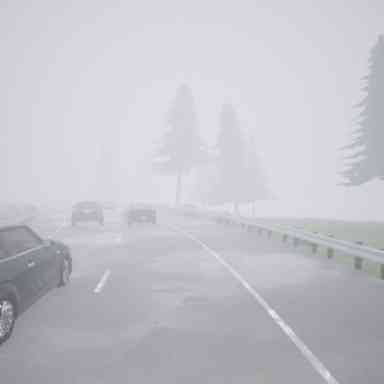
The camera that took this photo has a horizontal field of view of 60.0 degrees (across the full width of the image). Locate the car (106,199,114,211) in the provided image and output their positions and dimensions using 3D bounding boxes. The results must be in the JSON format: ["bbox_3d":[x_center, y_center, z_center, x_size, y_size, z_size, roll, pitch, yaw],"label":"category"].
[{"bbox_3d":[-10.923,1.559,40.549,2.163,1.488,4.792,0,0,-29],"label":"car"}]

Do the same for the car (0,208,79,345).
[{"bbox_3d":[-3.928,1.372,6.451,2.097,1.767,4.553,0,0,-4],"label":"car"}]

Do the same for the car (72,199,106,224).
[{"bbox_3d":[-7.700,1.391,24.486,2.097,1.767,4.553,0,0,-18],"label":"car"}]

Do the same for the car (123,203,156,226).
[{"bbox_3d":[-3.835,1.497,23.923,1.882,1.535,5.008,0,0,-17],"label":"car"}]
